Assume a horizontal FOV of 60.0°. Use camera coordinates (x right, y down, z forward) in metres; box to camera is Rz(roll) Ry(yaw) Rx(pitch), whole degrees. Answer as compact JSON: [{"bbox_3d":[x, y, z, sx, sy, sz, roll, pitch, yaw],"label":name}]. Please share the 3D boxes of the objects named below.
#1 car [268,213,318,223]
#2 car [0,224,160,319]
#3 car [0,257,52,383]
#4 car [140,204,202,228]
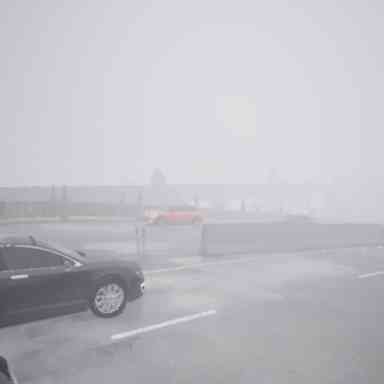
[{"bbox_3d":[8.263,2.486,26.973,4.892,1.490,1.837,7,-4,-35],"label":"car"},{"bbox_3d":[-3.178,1.507,5.778,4.892,1.490,1.837,0,0,-35],"label":"car"},{"bbox_3d":[-3.402,1.513,1.319,4.902,1.511,2.128,-1,1,-35],"label":"car"},{"bbox_3d":[-1.491,1.663,24.361,4.553,1.767,2.097,3,-2,-35],"label":"car"}]
